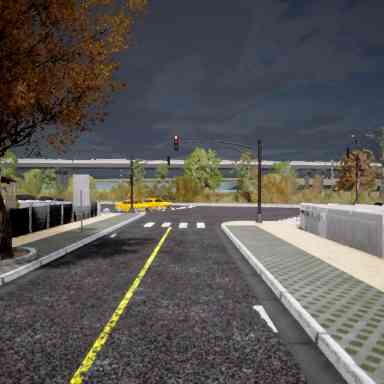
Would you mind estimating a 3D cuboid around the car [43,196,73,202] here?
[{"bbox_3d":[-18.826,1.760,47.883,5.008,1.535,1.882,-1,2,36],"label":"car"}]

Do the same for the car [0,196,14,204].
[{"bbox_3d":[-40.869,1.720,72.048,4.902,1.511,2.128,-1,2,36],"label":"car"}]

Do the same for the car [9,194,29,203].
[{"bbox_3d":[-38.941,1.440,74.654,4.553,1.767,2.097,-1,2,36],"label":"car"}]

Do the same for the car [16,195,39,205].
[{"bbox_3d":[-32.664,1.577,66.083,4.553,1.767,2.097,-1,2,36],"label":"car"}]

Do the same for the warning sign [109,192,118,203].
[{"bbox_3d":[-14.245,0.995,60.261,1.060,1.860,1.300,2,1,36],"label":"warning sign"}]

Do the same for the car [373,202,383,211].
[{"bbox_3d":[19.998,1.258,31.963,4.718,1.301,1.895,-1,2,36],"label":"car"}]

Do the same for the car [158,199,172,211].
[{"bbox_3d":[-4.720,1.544,41.646,5.008,1.535,1.882,-1,2,36],"label":"car"}]

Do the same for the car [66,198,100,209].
[{"bbox_3d":[-16.431,1.716,50.160,5.357,1.411,2.033,-1,2,36],"label":"car"}]

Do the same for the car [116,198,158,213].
[{"bbox_3d":[-6.808,1.658,39.044,5.008,1.535,1.882,0,2,38],"label":"car"}]

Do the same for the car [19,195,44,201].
[{"bbox_3d":[-29.585,1.506,59.796,5.566,2.045,2.150,-1,2,36],"label":"car"}]

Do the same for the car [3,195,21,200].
[{"bbox_3d":[-32.293,1.880,57.750,5.008,1.535,1.882,0,2,37],"label":"car"}]
